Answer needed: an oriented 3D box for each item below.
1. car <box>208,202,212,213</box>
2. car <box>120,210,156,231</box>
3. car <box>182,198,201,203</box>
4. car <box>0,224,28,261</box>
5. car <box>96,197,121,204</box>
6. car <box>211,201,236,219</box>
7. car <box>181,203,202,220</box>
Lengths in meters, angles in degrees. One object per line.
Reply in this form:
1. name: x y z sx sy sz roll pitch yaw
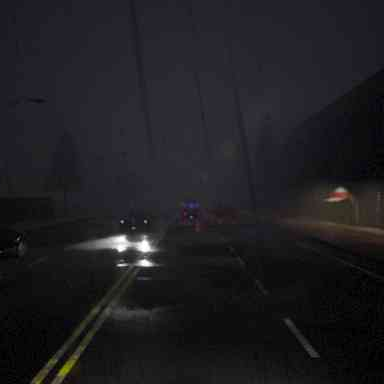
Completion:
1. car: 3.328 1.937 45.100 2.097 1.767 4.553 0 -1 0
2. car: -3.609 1.940 22.718 1.895 1.301 4.718 0 -1 0
3. car: -0.113 1.772 42.260 2.150 2.045 5.566 0 -1 0
4. car: -7.132 1.707 10.759 1.994 1.385 4.181 0 -1 0
5. car: -21.905 2.292 87.390 4.605 1.855 1.932 0 -1 0
6. car: 3.408 1.931 34.929 1.882 1.535 5.008 0 -1 0
7. car: -0.056 2.019 32.144 1.895 1.301 4.718 0 -1 0
